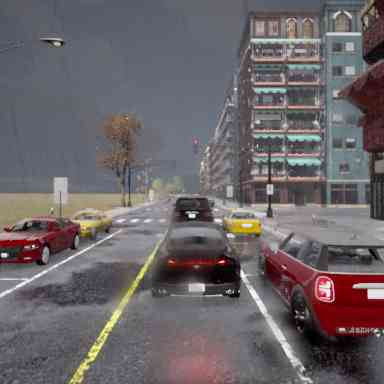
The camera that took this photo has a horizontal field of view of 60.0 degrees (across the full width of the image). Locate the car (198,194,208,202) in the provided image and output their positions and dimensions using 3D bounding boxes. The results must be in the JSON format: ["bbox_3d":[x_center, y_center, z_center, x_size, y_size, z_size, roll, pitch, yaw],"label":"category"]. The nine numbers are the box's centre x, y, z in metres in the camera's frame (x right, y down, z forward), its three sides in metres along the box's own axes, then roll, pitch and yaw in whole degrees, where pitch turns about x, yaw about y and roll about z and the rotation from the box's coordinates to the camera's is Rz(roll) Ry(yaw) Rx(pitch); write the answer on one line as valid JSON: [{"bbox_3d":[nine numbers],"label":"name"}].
[{"bbox_3d":[2.489,1.337,78.464,2.192,1.841,5.009,1,0,0],"label":"car"}]

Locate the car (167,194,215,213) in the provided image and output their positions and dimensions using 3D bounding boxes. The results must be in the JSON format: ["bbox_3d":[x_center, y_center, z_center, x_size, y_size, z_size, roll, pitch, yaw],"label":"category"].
[{"bbox_3d":[0.060,1.226,18.367,2.150,2.045,5.566,0,0,1],"label":"car"}]

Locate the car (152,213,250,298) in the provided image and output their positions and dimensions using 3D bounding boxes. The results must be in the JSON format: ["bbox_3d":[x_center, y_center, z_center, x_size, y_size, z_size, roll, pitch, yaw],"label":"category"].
[{"bbox_3d":[0.090,1.507,8.513,1.837,1.490,4.892,0,0,0],"label":"car"}]

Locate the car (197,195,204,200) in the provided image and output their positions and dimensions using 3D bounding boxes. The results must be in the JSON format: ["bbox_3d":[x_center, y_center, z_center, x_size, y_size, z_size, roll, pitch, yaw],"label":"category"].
[{"bbox_3d":[2.468,1.553,95.617,1.752,1.417,4.829,1,0,0],"label":"car"}]

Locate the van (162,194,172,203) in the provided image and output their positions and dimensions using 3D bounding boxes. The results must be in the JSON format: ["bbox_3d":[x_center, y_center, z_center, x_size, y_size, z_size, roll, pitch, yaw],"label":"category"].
[{"bbox_3d":[-5.384,1.361,72.304,1.690,1.788,3.998,1,0,0],"label":"van"}]

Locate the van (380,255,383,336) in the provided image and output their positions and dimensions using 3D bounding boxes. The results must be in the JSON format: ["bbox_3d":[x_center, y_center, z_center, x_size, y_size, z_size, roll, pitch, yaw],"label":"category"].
[{"bbox_3d":[2.575,1.341,1.010,1.690,1.788,3.998,1,0,0],"label":"van"}]

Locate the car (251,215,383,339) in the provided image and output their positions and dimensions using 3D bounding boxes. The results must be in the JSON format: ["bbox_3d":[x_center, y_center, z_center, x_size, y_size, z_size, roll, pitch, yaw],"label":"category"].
[{"bbox_3d":[2.568,1.442,6.555,1.967,1.590,4.097,1,0,0],"label":"car"}]

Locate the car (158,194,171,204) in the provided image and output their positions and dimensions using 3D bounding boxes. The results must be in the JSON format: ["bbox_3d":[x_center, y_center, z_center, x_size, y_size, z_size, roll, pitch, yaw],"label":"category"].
[{"bbox_3d":[-5.378,1.333,66.650,2.192,1.841,5.009,1,0,0],"label":"car"}]

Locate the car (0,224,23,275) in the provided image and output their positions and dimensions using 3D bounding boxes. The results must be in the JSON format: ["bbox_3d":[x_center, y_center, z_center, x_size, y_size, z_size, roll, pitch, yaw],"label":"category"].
[{"bbox_3d":[-5.313,1.552,6.136,2.008,1.369,4.403,1,0,0],"label":"car"}]

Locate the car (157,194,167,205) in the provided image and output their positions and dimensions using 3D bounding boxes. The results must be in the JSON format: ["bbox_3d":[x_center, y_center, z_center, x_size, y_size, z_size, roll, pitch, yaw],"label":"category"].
[{"bbox_3d":[-5.373,1.456,60.995,1.967,1.590,4.097,1,0,0],"label":"car"}]

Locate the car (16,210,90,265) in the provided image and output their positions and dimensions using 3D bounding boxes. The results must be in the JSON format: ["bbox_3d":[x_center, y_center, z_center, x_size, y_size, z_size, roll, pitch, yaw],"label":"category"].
[{"bbox_3d":[-5.319,1.547,11.673,1.887,1.381,4.507,1,0,0],"label":"car"}]

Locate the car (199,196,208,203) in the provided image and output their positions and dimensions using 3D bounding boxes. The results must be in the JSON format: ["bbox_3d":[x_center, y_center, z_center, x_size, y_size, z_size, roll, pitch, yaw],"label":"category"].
[{"bbox_3d":[2.493,1.586,72.803,1.947,1.339,4.313,1,0,0],"label":"car"}]

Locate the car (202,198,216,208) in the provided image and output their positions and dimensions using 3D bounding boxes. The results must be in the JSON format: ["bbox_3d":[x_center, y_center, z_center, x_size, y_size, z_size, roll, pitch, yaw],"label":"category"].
[{"bbox_3d":[2.518,1.564,50.159,2.008,1.369,4.403,1,0,0],"label":"car"}]

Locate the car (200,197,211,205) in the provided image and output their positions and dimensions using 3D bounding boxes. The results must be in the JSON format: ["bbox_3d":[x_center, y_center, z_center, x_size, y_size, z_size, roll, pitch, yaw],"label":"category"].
[{"bbox_3d":[2.505,1.598,61.481,1.802,1.307,4.206,1,0,0],"label":"car"}]

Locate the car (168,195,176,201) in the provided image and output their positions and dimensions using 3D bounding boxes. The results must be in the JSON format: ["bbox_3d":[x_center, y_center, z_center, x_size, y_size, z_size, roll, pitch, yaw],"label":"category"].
[{"bbox_3d":[-5.406,1.608,89.266,1.802,1.307,4.206,1,0,0],"label":"car"}]

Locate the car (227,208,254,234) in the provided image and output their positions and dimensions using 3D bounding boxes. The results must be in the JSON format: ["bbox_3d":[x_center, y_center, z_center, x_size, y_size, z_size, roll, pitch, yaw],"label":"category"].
[{"bbox_3d":[2.554,1.529,17.815,1.752,1.417,4.829,1,0,0],"label":"car"}]

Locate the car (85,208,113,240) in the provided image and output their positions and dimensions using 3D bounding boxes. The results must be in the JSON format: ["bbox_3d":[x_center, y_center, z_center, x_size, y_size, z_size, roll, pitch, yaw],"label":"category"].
[{"bbox_3d":[-5.325,1.529,17.039,1.752,1.417,4.829,1,0,0],"label":"car"}]

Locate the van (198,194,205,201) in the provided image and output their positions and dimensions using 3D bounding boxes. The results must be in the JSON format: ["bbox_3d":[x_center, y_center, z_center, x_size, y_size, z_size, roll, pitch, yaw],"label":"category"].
[{"bbox_3d":[2.476,1.367,89.786,1.690,1.788,3.998,1,0,0],"label":"van"}]
